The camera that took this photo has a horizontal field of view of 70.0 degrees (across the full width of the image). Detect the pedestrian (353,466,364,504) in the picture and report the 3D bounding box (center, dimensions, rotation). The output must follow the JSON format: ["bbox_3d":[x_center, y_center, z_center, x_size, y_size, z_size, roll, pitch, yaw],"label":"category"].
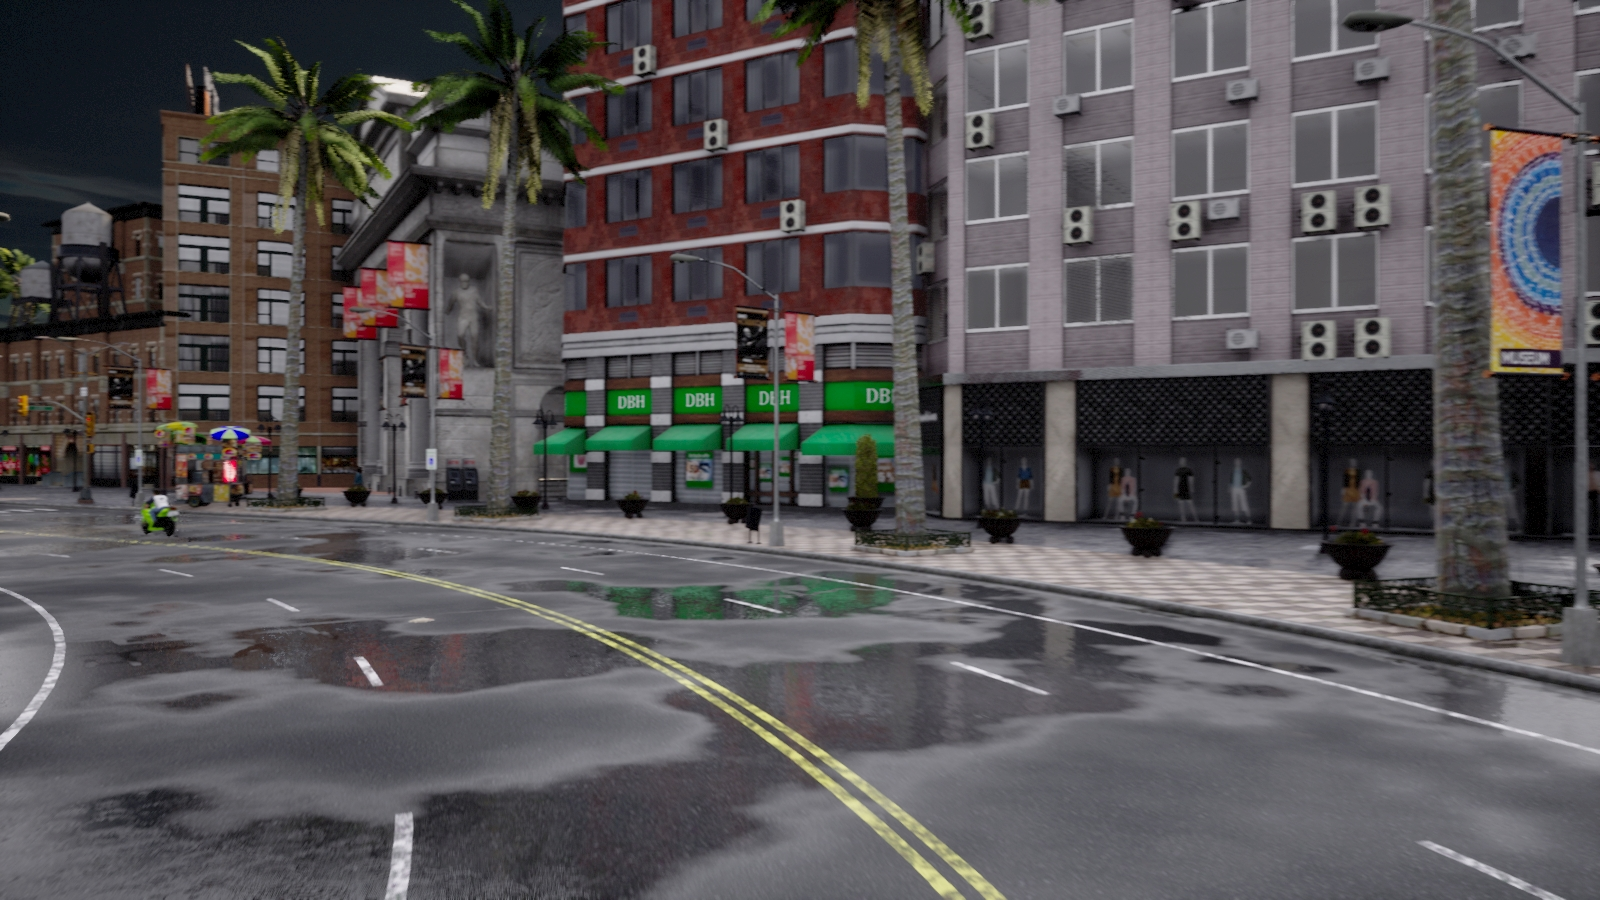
[{"bbox_3d":[-21.871,1.721,56.598,0.375,1.860,0.375,0,0,2],"label":"pedestrian"}]

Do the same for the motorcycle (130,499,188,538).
[{"bbox_3d":[-20.983,2.228,37.385,2.033,1.145,0.803,0,0,34],"label":"motorcycle"}]
